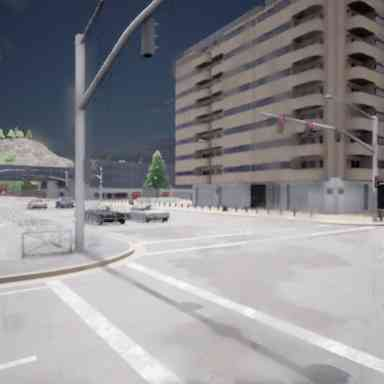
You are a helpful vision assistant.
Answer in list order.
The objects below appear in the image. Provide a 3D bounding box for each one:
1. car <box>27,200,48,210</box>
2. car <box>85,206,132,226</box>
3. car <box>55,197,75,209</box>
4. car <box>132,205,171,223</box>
[{"bbox_3d":[-20.646,1.680,44.482,1.895,1.301,4.718,0,0,-35],"label":"car"},{"bbox_3d":[-6.458,1.680,24.371,1.895,1.301,4.718,0,0,-35],"label":"car"},{"bbox_3d":[-17.241,1.440,45.720,2.097,1.767,4.553,0,0,-35],"label":"car"},{"bbox_3d":[-3.609,1.689,26.405,1.895,1.301,4.718,0,0,-35],"label":"car"}]
